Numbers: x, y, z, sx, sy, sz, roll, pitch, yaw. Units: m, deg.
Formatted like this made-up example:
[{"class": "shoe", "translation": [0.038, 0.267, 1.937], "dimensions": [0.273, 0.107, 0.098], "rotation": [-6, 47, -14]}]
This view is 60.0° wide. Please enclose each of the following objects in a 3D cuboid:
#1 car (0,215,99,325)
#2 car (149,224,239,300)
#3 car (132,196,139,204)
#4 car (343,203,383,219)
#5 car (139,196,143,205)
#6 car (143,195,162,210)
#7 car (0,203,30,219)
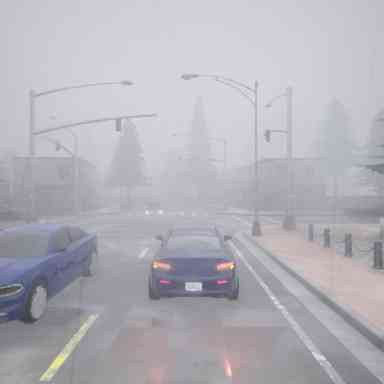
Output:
[{"class": "car", "translation": [-3.561, 1.477, 7.381], "dimensions": [1.882, 1.535, 5.008], "rotation": [0, 0, 1]}, {"class": "car", "translation": [0.041, 1.526, 8.256], "dimensions": [1.812, 1.442, 4.674], "rotation": [0, 0, 0]}, {"class": "car", "translation": [-10.082, 1.470, 62.777], "dimensions": [1.837, 1.490, 4.892], "rotation": [0, 0, -23]}, {"class": "car", "translation": [15.443, 1.585, 28.132], "dimensions": [4.718, 1.301, 1.895], "rotation": [0, 0, 2]}, {"class": "car", "translation": [-6.689, 1.318, 52.971], "dimensions": [2.097, 1.767, 4.553], "rotation": [0, 0, -15]}, {"class": "car", "translation": [-4.938, 1.443, 43.084], "dimensions": [1.882, 1.535, 5.008], "rotation": [0, 0, -6]}, {"class": "car", "translation": [-14.314, 1.548, 25.278], "dimensions": [4.181, 1.385, 1.994], "rotation": [0, 0, 0]}]
